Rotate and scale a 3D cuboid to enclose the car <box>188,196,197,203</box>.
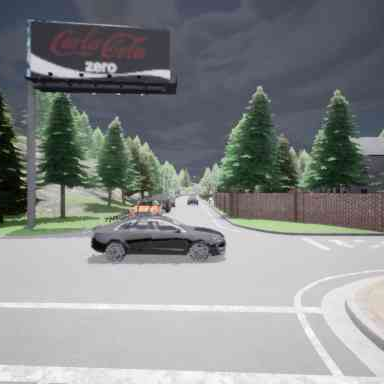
[{"bbox_3d":[0.158,1.505,68.774,1.837,1.490,4.892,0,0,0],"label":"car"}]

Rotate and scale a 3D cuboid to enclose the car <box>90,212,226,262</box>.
[{"bbox_3d":[-1.214,1.639,12.205,4.902,1.511,2.128,0,0,1],"label":"car"}]

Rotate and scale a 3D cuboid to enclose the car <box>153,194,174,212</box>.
[{"bbox_3d":[-3.570,1.222,37.171,2.150,2.045,5.566,0,0,0],"label":"car"}]

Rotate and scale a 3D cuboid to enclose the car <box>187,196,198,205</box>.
[{"bbox_3d":[0.144,1.601,58.716,1.895,1.301,4.718,0,0,0],"label":"car"}]

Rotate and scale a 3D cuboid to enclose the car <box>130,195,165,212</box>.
[{"bbox_3d":[-3.580,1.352,26.502,2.097,1.767,4.553,0,0,0],"label":"car"}]
